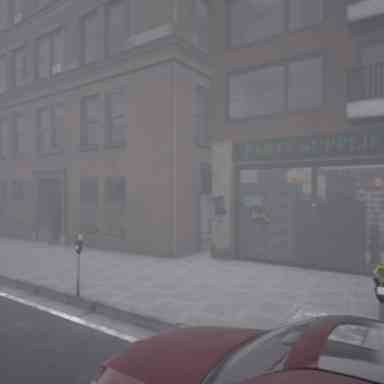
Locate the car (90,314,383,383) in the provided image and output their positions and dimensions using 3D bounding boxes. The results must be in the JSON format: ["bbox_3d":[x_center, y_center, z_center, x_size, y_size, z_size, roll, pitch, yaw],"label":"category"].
[{"bbox_3d":[1.028,1.585,2.219,4.206,1.307,1.802,-1,0,36],"label":"car"}]
